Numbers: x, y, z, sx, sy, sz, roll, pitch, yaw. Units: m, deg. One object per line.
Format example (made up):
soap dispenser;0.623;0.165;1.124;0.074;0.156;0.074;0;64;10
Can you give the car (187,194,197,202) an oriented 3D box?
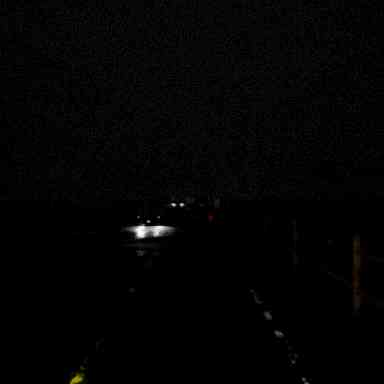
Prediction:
car;0.047;1.239;72.246;2.097;1.767;4.553;0;0;0

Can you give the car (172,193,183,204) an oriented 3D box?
car;-2.720;1.288;65.769;2.150;2.045;5.566;0;0;0

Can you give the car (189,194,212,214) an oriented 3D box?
car;0.984;1.370;35.172;2.097;1.767;4.553;0;0;0

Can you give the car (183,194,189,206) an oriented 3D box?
car;0.035;1.262;53.908;2.150;2.045;5.566;0;0;0

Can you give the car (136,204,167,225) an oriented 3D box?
car;-2.835;1.558;24.435;2.033;1.411;5.357;0;0;0
